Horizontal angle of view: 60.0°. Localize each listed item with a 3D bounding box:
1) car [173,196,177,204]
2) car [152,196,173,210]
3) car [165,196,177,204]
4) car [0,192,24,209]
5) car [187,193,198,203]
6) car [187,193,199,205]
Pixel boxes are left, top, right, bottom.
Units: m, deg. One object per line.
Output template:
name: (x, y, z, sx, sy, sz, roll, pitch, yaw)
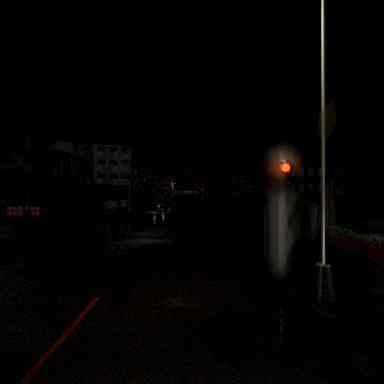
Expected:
car: (-4.019, 1.491, 52.987, 2.128, 1.511, 4.902, 0, 0, 0)
car: (-4.040, 1.491, 43.023, 2.128, 1.511, 4.902, 0, 0, 0)
car: (-3.966, 1.477, 63.162, 1.882, 1.535, 5.008, 0, 0, 0)
car: (-19.709, 0.985, 34.940, 1.905, 1.878, 3.866, 0, 0, 35)
car: (0.104, 1.225, 72.303, 2.150, 2.045, 5.566, 0, 0, 0)
car: (0.186, 1.352, 60.866, 2.097, 1.767, 4.553, 0, 0, 0)
